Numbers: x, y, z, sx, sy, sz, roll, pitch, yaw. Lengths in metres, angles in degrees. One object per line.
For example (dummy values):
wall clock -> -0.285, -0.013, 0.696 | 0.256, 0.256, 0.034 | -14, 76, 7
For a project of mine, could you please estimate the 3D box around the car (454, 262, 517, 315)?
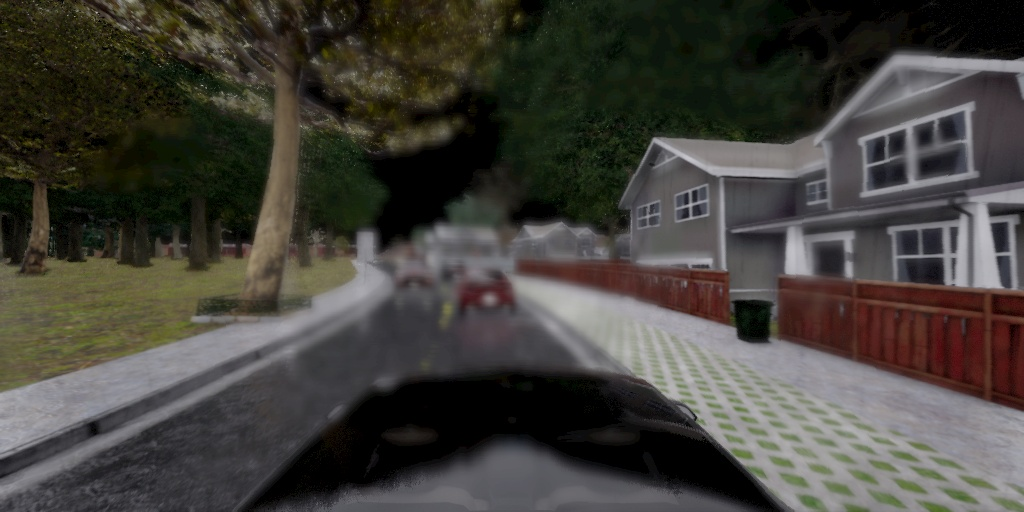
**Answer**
car -> -1.074, 1.162, 13.409 | 1.882, 1.535, 5.008 | 0, 0, -9

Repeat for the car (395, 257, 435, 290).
car -> -5.758, 0.965, 21.372 | 2.097, 1.767, 4.553 | 0, 1, -15

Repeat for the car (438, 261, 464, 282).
car -> -4.380, 1.095, 27.058 | 1.837, 1.490, 4.892 | 0, 0, -17
